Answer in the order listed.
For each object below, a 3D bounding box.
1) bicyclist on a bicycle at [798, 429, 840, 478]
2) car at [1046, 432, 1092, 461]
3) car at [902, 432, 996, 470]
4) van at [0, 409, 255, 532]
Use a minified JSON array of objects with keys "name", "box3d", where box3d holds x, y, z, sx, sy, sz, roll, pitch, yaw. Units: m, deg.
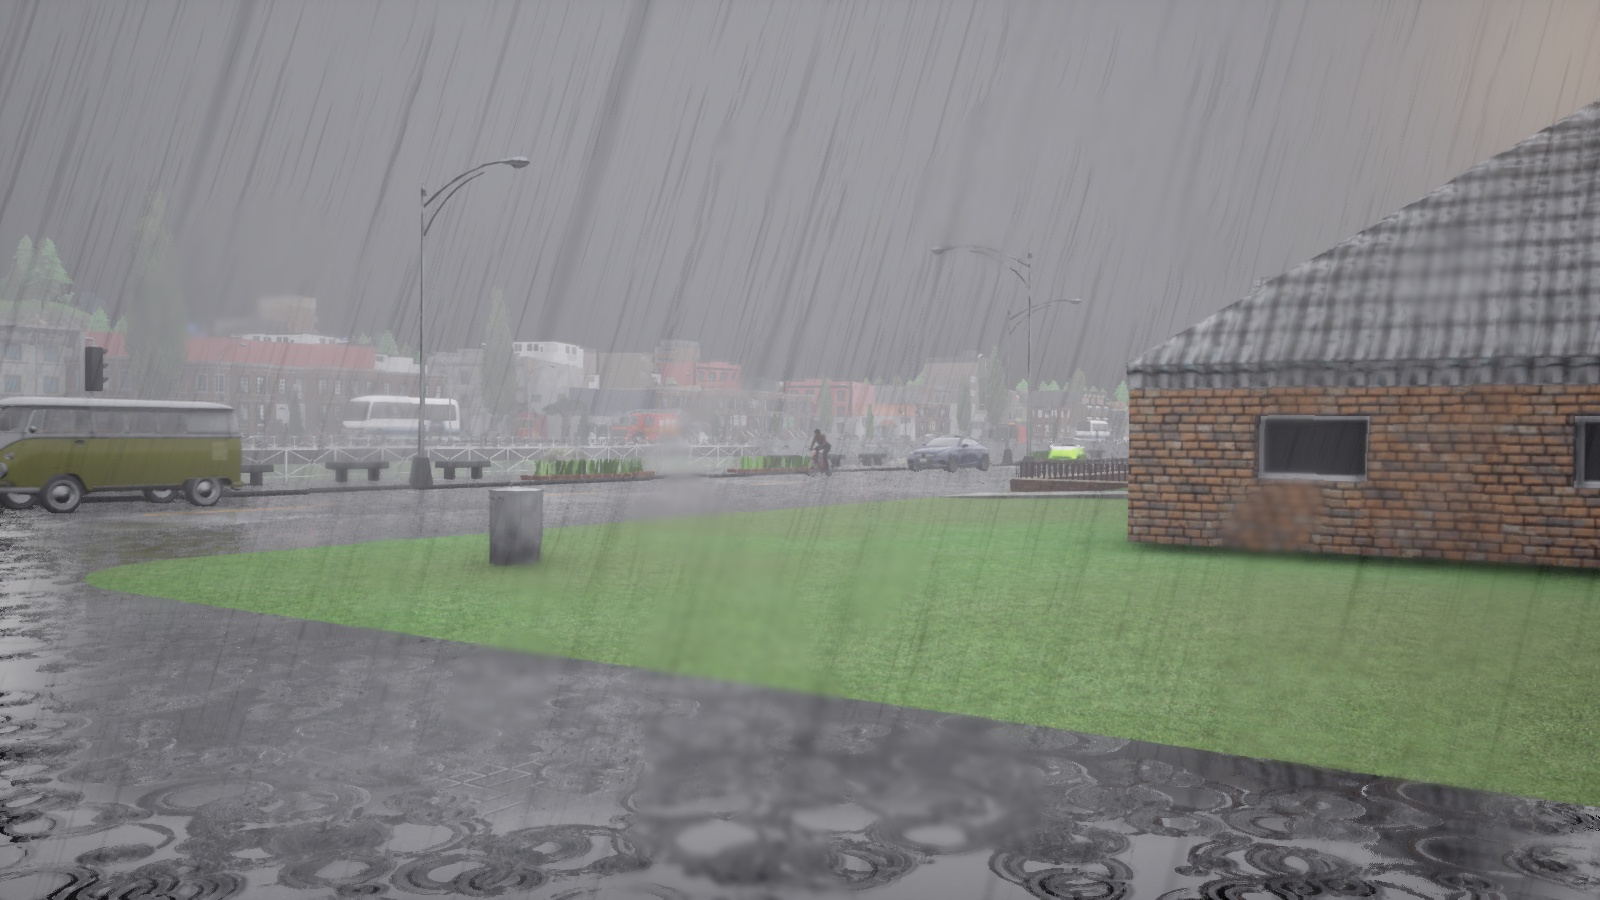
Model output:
[{"name":"bicyclist on a bicycle","box3d":[0.651,0.102,42.182,0.582,1.620,1.656,0,1,34]},{"name":"car","box3d":[13.024,-0.162,60.814,1.481,1.376,2.207,0,1,34]},{"name":"car","box3d":[6.010,0.017,50.252,1.812,1.442,4.674,0,1,34]},{"name":"van","box3d":[-12.376,0.287,22.565,1.775,1.987,4.442,0,1,34]}]
